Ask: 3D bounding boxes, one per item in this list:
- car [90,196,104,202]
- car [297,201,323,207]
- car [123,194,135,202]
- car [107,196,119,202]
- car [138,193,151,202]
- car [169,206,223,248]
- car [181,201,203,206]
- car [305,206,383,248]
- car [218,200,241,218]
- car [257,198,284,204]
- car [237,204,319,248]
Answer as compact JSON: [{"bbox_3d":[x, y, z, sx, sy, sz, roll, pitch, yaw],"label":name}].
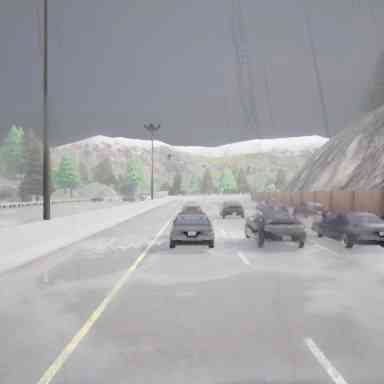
[{"bbox_3d":[-21.000,1.587,73.715,1.895,1.301,4.718,0,0,0],"label":"car"},{"bbox_3d":[10.500,1.531,29.650,1.812,1.442,4.674,0,0,0],"label":"car"},{"bbox_3d":[-14.000,1.347,73.775,2.097,1.767,4.553,0,0,0],"label":"car"},{"bbox_3d":[-17.500,1.516,73.745,1.812,1.442,4.674,0,0,0],"label":"car"},{"bbox_3d":[-10.500,1.217,73.715,2.150,2.045,5.566,0,0,0],"label":"car"},{"bbox_3d":[0.000,1.560,14.650,2.033,1.411,5.357,0,0,0],"label":"car"},{"bbox_3d":[0.000,1.530,29.650,1.812,1.442,4.674,0,0,0],"label":"car"},{"bbox_3d":[7.000,1.560,14.650,2.033,1.411,5.357,0,0,0],"label":"car"},{"bbox_3d":[3.500,1.514,29.650,1.837,1.490,4.892,0,0,0],"label":"car"},{"bbox_3d":[7.000,1.364,29.620,2.097,1.767,4.553,0,0,0],"label":"car"},{"bbox_3d":[3.500,1.492,14.650,2.128,1.511,4.902,0,0,0],"label":"car"}]
